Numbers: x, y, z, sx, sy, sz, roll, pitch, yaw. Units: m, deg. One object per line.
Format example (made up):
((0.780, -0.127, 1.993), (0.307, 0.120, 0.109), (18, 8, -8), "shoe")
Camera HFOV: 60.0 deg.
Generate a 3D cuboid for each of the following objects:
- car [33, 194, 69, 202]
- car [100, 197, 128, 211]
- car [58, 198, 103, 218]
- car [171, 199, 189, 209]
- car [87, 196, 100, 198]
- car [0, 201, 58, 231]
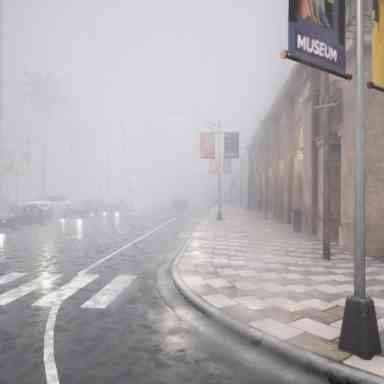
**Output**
((-13.517, 1.220, 31.595), (2.150, 2.045, 5.566), (0, 0, 5), "car")
((-9.137, 1.524, 40.369), (1.812, 1.442, 4.674), (0, 0, 6), "car")
((-10.098, 1.525, 30.526), (1.812, 1.442, 4.674), (0, 0, 6), "car")
((-1.610, 1.572, 44.623), (1.994, 1.385, 4.181), (0, 0, 6), "car")
((-12.508, 1.351, 41.870), (2.097, 1.767, 4.553), (0, 0, 6), "car")
((-10.951, 1.547, 21.136), (2.033, 1.411, 5.357), (0, 0, 5), "car")
